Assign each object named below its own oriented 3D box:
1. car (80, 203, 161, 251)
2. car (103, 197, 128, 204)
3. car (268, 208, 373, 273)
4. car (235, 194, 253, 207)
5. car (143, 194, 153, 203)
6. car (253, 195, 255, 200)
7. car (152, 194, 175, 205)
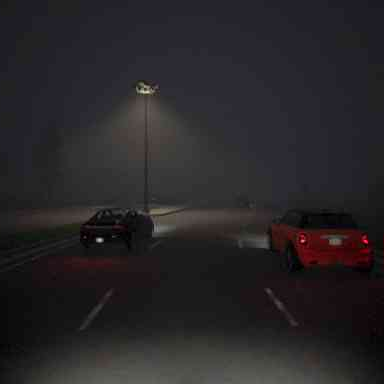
[{"bbox_3d":[-2.925,1.416,13.824,2.128,1.511,4.902,0,0,6],"label":"car"},{"bbox_3d":[-11.302,1.334,49.476,1.895,1.301,4.718,0,0,13],"label":"car"},{"bbox_3d":[3.788,1.286,10.634,2.097,1.767,4.553,0,0,3],"label":"car"},{"bbox_3d":[6.794,1.261,44.784,1.812,1.442,4.674,0,0,12],"label":"car"},{"bbox_3d":[-6.466,1.047,55.121,2.097,1.767,4.553,0,0,13],"label":"car"},{"bbox_3d":[12.650,1.168,72.012,1.895,1.301,4.718,0,0,12],"label":"car"},{"bbox_3d":[-3.937,1.225,50.364,1.837,1.490,4.892,0,0,13],"label":"car"}]
